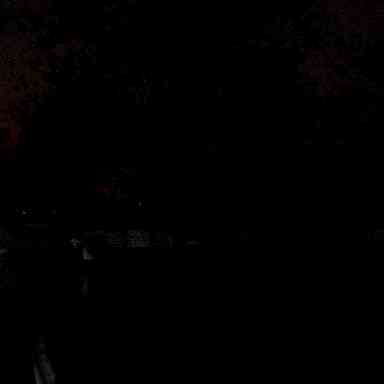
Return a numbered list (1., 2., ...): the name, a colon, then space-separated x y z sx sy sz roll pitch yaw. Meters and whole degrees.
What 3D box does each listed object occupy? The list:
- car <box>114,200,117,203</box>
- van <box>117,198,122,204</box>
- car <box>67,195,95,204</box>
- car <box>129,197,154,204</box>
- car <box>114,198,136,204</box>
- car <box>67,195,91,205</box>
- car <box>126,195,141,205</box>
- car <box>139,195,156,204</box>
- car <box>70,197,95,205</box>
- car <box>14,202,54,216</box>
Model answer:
1. car: -16.603 2.069 84.793 4.553 1.767 2.185 0 -2 -26
2. van: -15.355 1.884 82.027 4.442 1.987 1.878 0 -2 -26
3. car: -24.271 1.650 72.629 5.566 2.045 2.435 0 -1 -26
4. car: -11.262 1.903 73.885 5.008 1.535 2.097 0 -1 -26
5. car: -17.681 2.286 87.508 5.366 1.575 1.946 0 -2 -26
6. car: -21.866 1.543 67.726 5.566 2.045 2.435 0 -1 -26
7. car: -11.281 1.813 63.120 1.994 1.385 4.181 0 -1 -11
8. car: -9.949 1.721 71.151 4.553 1.767 2.185 0 -1 -26
9. car: -23.061 1.846 70.107 4.892 1.521 2.231 0 -1 -26
10. car: -15.488 1.649 32.999 1.895 1.301 4.718 0 0 1
